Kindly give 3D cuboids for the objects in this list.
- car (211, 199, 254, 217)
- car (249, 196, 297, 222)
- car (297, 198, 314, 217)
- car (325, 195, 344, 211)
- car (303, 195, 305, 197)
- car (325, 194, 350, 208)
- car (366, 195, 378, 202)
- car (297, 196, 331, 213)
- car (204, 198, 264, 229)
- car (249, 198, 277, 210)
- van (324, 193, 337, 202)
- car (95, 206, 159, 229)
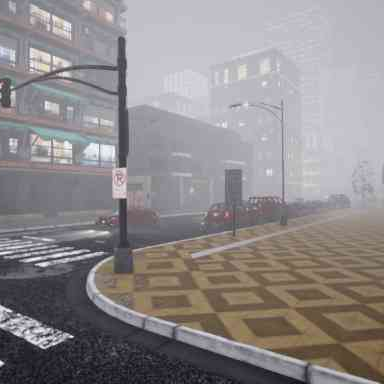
[{"bbox_3d":[3.963,1.437,31.816,1.882,1.535,5.008,-1,0,36],"label":"car"},{"bbox_3d":[5.830,1.216,25.219,2.192,1.841,5.009,-1,0,36],"label":"car"},{"bbox_3d":[9.146,1.471,29.724,1.802,1.307,4.206,-1,0,36],"label":"car"},{"bbox_3d":[15.771,1.415,38.737,2.008,1.369,4.403,-1,0,36],"label":"car"},{"bbox_3d":[14.381,1.446,45.872,1.812,1.442,4.674,-1,-1,37],"label":"car"},{"bbox_3d":[19.082,1.167,43.245,2.192,1.841,5.009,-1,0,36],"label":"car"},{"bbox_3d":[35.647,1.334,65.776,1.887,1.381,4.507,-1,0,36],"label":"car"},{"bbox_3d":[12.458,1.421,34.231,1.887,1.381,4.507,-1,0,36],"label":"car"},{"bbox_3d":[2.519,1.353,20.712,1.967,1.590,4.097,-1,0,36],"label":"car"},{"bbox_3d":[9.321,1.489,43.267,1.752,1.417,4.829,-1,0,36],"label":"car"},{"bbox_3d":[29.297,1.229,70.443,1.690,1.788,3.998,-1,0,36],"label":"van"},{"bbox_3d":[-3.990,1.552,21.002,1.994,1.385,4.181,-1,0,36],"label":"car"}]
